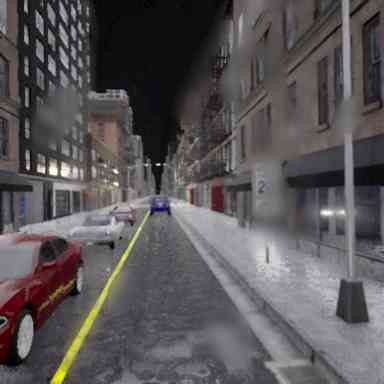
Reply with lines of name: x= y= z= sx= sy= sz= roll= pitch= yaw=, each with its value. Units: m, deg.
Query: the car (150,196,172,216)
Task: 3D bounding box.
car: x=-3.392 y=1.439 z=35.985 sx=2.150 sy=2.045 sz=5.566 roll=-1 pitch=0 yaw=-5

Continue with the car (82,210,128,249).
car: x=-4.243 y=1.738 z=15.289 sx=1.895 sy=1.301 sz=4.718 roll=-1 pitch=0 yaw=-6

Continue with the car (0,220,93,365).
car: x=-3.327 y=1.554 z=6.027 sx=1.882 sy=1.535 sz=5.008 roll=-1 pitch=0 yaw=-6

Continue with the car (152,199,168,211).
car: x=-4.582 y=1.767 z=47.746 sx=2.128 sy=1.511 sz=4.902 roll=-1 pitch=0 yaw=-5

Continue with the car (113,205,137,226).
car: x=-5.216 y=1.727 z=25.193 sx=1.812 sy=1.442 sz=4.674 roll=-1 pitch=0 yaw=-6
